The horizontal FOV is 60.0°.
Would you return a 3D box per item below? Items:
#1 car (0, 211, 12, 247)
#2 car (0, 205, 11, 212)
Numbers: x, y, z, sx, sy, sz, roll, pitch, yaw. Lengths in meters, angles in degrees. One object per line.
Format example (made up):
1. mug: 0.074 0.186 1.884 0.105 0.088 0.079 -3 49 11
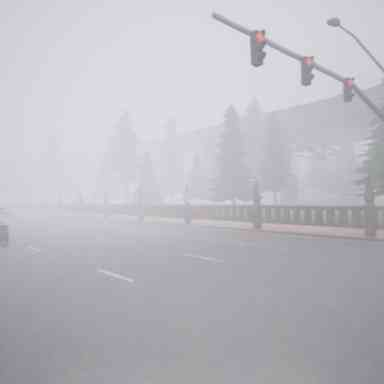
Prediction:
1. car: -10.430 1.876 16.247 1.882 1.535 5.008 -1 -1 -42
2. car: -24.249 2.467 42.008 1.837 1.490 4.892 -1 -1 -42
